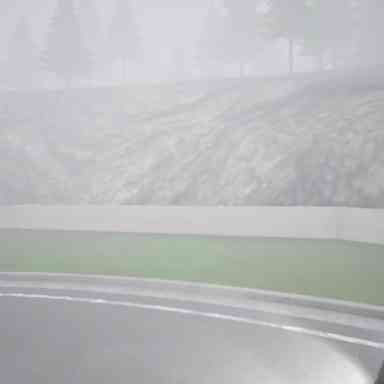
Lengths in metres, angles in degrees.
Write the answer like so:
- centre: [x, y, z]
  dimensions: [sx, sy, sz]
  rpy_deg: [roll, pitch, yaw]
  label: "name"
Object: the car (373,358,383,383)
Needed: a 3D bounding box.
- centre: [3.184, 1.451, 1.602]
  dimensions: [4.181, 1.385, 1.994]
  rpy_deg: [0, 2, 41]
  label: "car"
